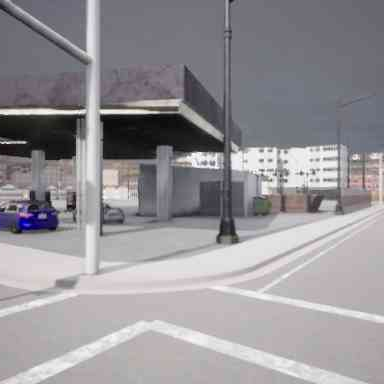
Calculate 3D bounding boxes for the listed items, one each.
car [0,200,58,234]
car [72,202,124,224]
[{"bbox_3d":[-9.350,1.285,18.174,4.611,1.667,2.242,0,0,36],"label":"car"},{"bbox_3d":[-6.633,1.445,23.293,3.806,1.475,1.970,0,0,36],"label":"car"}]
